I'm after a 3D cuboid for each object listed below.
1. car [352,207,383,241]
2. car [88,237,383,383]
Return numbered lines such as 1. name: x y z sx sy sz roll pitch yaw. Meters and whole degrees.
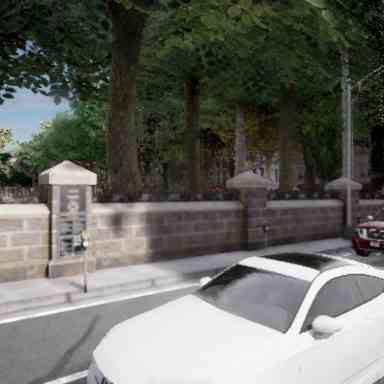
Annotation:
1. car: 7.969 1.399 12.257 5.009 1.841 2.192 0 0 -36
2. car: 1.150 1.550 4.079 4.674 1.442 1.812 0 0 -36
